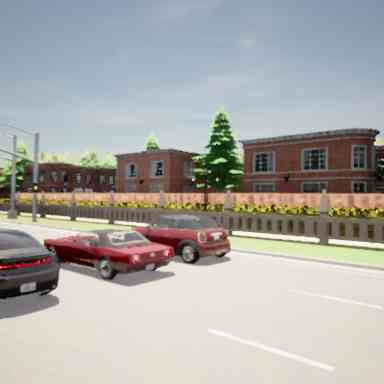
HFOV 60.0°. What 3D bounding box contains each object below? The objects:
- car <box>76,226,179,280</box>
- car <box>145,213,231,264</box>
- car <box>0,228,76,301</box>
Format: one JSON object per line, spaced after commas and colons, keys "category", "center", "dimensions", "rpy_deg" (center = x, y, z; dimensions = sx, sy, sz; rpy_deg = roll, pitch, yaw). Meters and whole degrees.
{"category": "car", "center": [-2.903, 1.824, 10.740], "dimensions": [4.718, 1.301, 1.895], "rpy_deg": [0, -2, 39]}
{"category": "car", "center": [-0.763, 1.685, 13.518], "dimensions": [4.553, 1.767, 2.097], "rpy_deg": [0, -2, 39]}
{"category": "car", "center": [-5.079, 1.619, 8.004], "dimensions": [4.892, 1.490, 1.837], "rpy_deg": [0, -2, 39]}
